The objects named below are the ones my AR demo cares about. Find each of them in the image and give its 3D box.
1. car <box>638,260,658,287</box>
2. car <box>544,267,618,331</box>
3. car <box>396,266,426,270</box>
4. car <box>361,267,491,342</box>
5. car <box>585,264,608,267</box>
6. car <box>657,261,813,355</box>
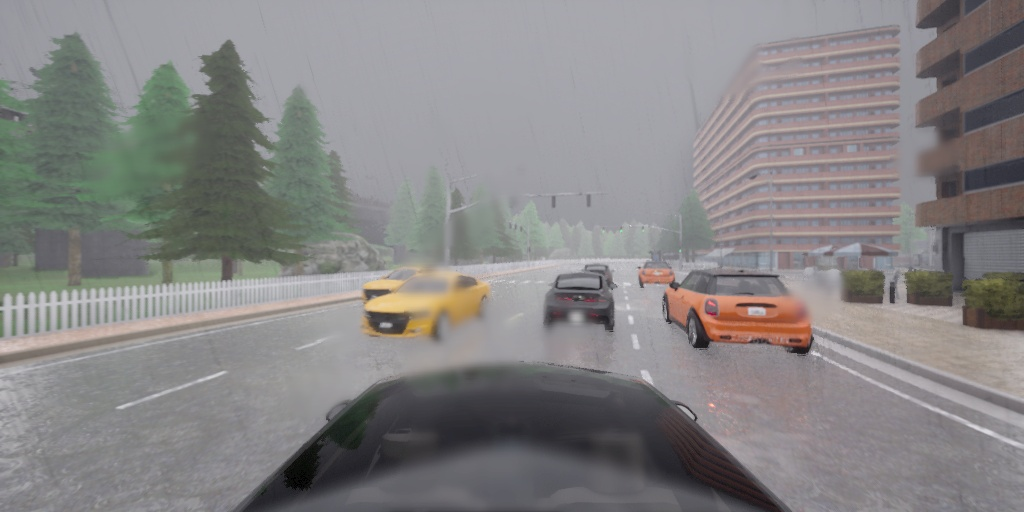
[{"bbox_3d":[9.596,1.105,24.045,2.097,1.767,4.553,0,0,18],"label":"car"},{"bbox_3d":[2.160,1.252,11.099,1.837,1.490,4.892,0,0,14],"label":"car"},{"bbox_3d":[-4.258,1.203,15.346,1.882,1.535,5.008,0,0,16],"label":"car"},{"bbox_3d":[-2.080,1.214,10.113,1.882,1.535,5.008,0,0,14],"label":"car"},{"bbox_3d":[5.336,1.250,22.508,1.837,1.490,4.892,0,0,16],"label":"car"},{"bbox_3d":[5.262,1.109,9.075,2.097,1.767,4.553,0,0,13],"label":"car"}]
